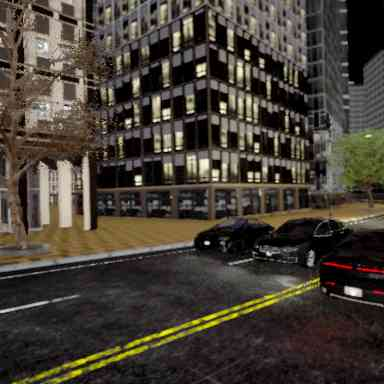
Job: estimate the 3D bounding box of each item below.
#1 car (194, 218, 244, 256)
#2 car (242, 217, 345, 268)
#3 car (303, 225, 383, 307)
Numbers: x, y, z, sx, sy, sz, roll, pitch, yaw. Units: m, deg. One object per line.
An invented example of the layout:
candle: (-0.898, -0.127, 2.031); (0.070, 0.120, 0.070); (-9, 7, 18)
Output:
car: (2.048, 1.824, 14.455); (4.181, 1.385, 1.994); (0, -2, -43)
car: (4.159, 1.694, 11.979); (4.892, 1.490, 1.837); (0, -1, -43)
car: (4.763, 1.607, 7.795); (4.892, 1.490, 1.837); (0, -1, -43)
